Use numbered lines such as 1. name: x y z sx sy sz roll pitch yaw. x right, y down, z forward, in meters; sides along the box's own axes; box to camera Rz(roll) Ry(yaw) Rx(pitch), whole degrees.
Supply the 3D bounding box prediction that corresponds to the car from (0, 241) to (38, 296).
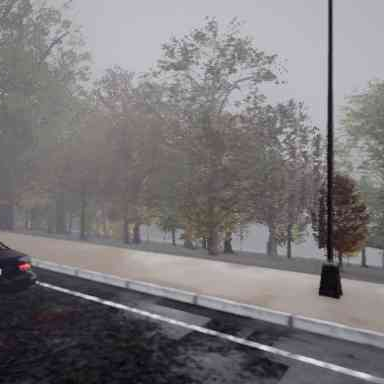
1. car: -5.731 1.569 7.706 5.357 1.411 2.033 0 0 36
